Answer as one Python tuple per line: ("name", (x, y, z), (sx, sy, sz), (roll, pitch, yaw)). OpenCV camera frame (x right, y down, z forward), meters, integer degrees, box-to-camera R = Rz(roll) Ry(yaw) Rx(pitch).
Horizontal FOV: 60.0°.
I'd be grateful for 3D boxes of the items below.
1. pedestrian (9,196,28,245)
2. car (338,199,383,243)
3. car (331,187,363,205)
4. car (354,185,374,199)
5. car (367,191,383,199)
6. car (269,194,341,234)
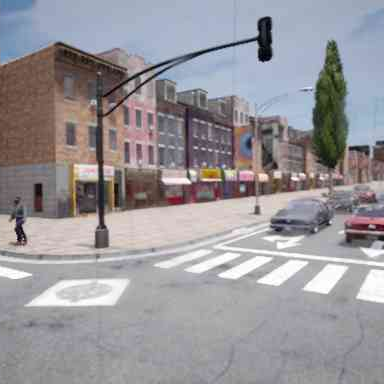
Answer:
("pedestrian", (-6.281, 1.013, 12.129), (0.375, 1.860, 0.375), (0, 1, 34))
("car", (7.228, 1.161, 12.900), (1.895, 1.301, 4.718), (0, 2, 34))
("car", (10.974, 0.662, 24.283), (1.837, 1.490, 4.892), (0, 2, 34))
("car", (16.701, 0.123, 32.733), (2.097, 1.767, 4.553), (0, 2, 34))
("car", (12.138, 0.817, 20.201), (1.994, 1.385, 4.181), (0, 2, 34))
("car", (5.494, 1.055, 16.140), (2.033, 1.411, 5.357), (0, 2, 34))
